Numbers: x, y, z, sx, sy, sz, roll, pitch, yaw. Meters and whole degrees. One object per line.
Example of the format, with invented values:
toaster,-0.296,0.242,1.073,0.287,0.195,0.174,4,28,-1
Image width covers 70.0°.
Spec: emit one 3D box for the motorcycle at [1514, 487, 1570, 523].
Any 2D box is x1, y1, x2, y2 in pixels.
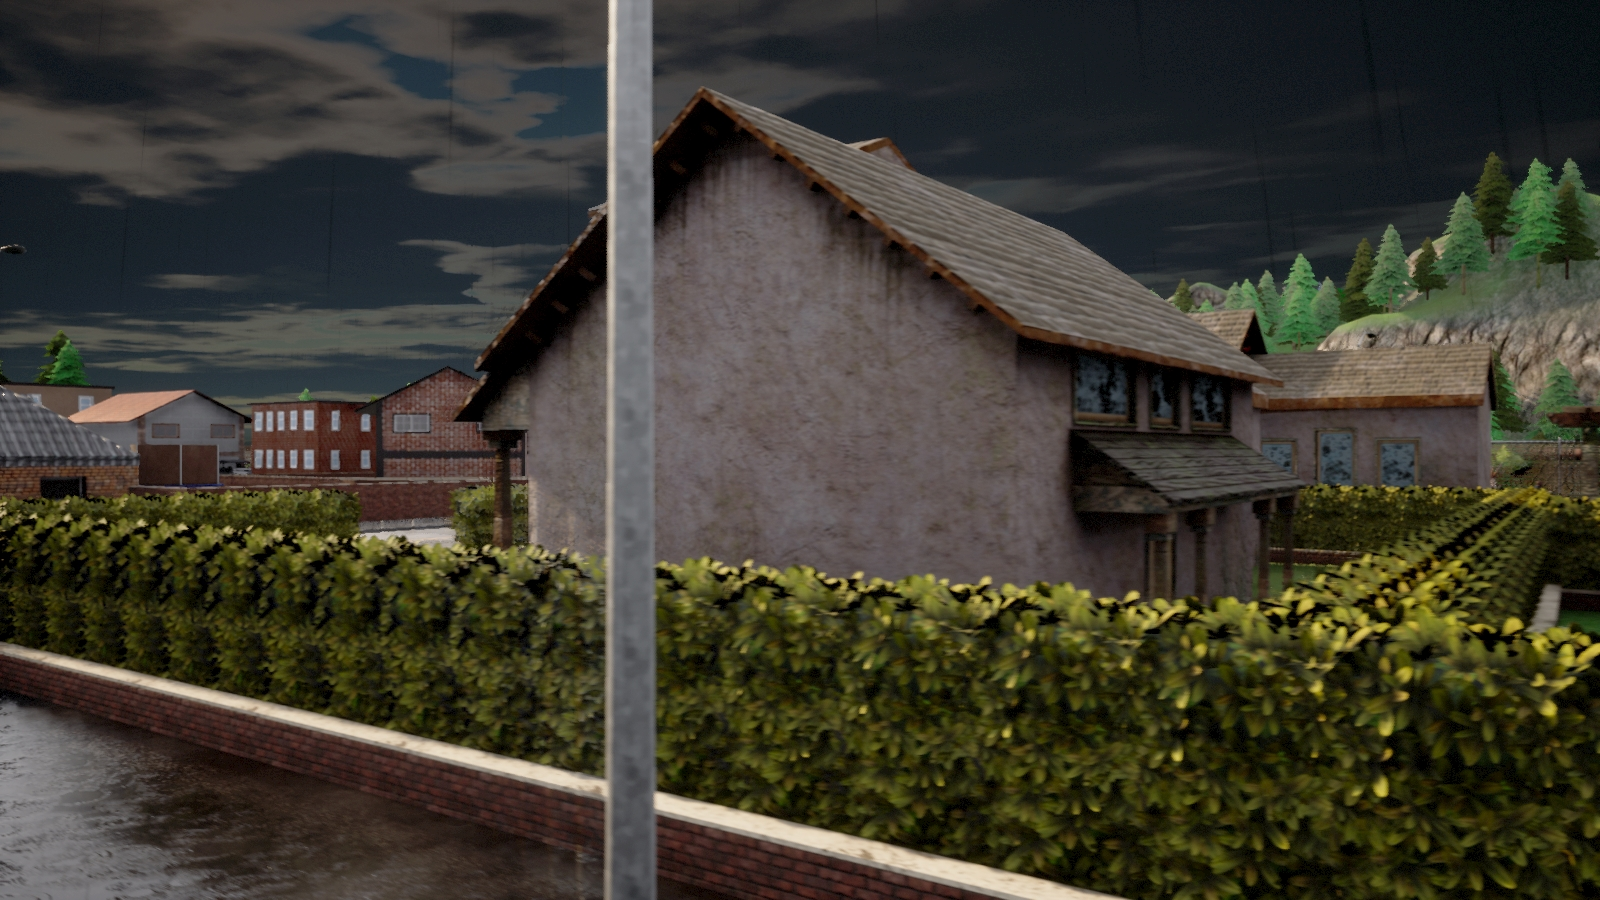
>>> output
motorcycle,28.968,2.142,44.596,1.805,1.316,0.856,0,0,35
